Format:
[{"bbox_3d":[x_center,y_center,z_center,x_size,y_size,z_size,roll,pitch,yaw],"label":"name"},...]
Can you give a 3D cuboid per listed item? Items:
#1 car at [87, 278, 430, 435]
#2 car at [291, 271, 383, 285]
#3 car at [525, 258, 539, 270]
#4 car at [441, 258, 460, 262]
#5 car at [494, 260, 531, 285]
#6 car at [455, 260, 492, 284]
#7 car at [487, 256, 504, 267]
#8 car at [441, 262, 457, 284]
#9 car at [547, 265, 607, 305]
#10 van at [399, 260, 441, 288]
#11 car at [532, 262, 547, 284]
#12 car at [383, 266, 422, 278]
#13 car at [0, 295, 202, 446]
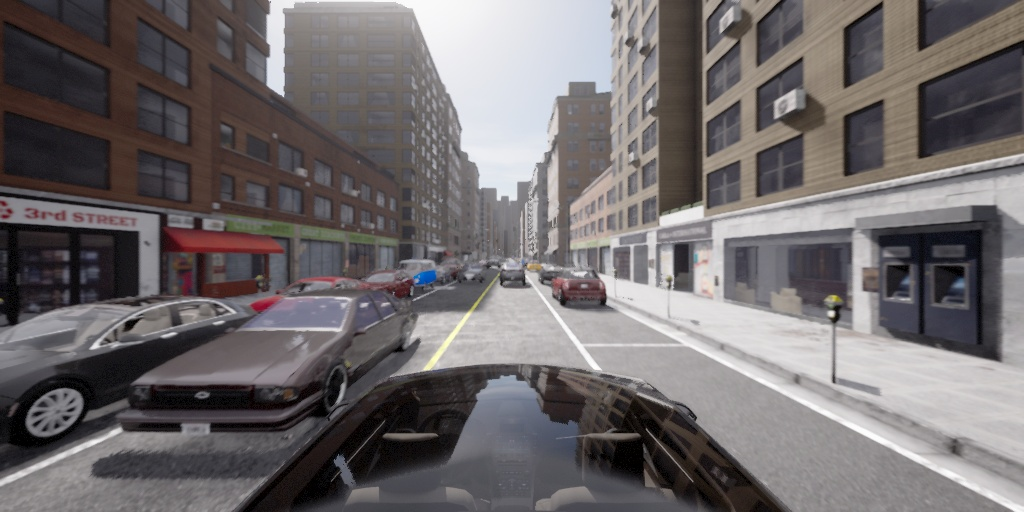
[{"bbox_3d":[-3.099,1.302,6.173,2.033,1.411,5.357,0,0,0],"label":"car"},{"bbox_3d":[-5.668,1.308,10.605,1.888,1.381,4.507,0,0,0],"label":"car"},{"bbox_3d":[2.999,1.298,48.763,1.801,1.575,5.366,0,0,0],"label":"car"},{"bbox_3d":[-5.669,1.119,32.407,2.192,1.841,5.009,0,0,0],"label":"car"},{"bbox_3d":[0.064,1.282,26.276,2.128,1.511,4.902,0,0,0],"label":"car"},{"bbox_3d":[-3.010,1.288,27.825,2.128,1.511,4.902,0,0,0],"label":"car"},{"bbox_3d":[-3.041,1.092,60.951,2.150,2.045,5.566,0,0,1],"label":"car"},{"bbox_3d":[-5.668,1.344,26.957,2.007,1.370,4.403,0,0,0],"label":"car"},{"bbox_3d":[2.857,1.212,16.091,1.967,1.591,4.097,0,0,0],"label":"car"},{"bbox_3d":[-5.668,1.123,21.506,1.690,1.789,3.998,0,0,0],"label":"van"},{"bbox_3d":[2.857,1.344,26.988,2.007,1.370,4.403,0,0,0],"label":"car"},{"bbox_3d":[-5.668,1.317,16.055,1.888,1.381,4.507,0,0,0],"label":"car"},{"bbox_3d":[-5.668,1.305,5.154,2.007,1.370,4.403,0,0,0],"label":"car"}]
